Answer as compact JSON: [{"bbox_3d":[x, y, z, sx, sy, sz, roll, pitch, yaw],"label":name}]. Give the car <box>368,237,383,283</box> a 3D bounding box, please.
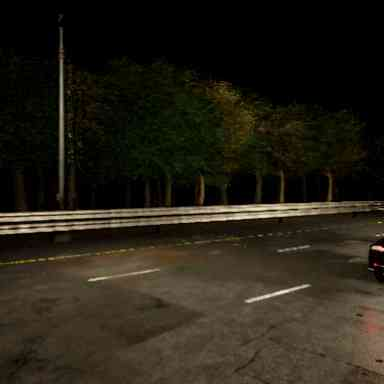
[{"bbox_3d":[6.384,1.494,8.431,4.902,1.511,2.128,0,0,-36],"label":"car"}]
